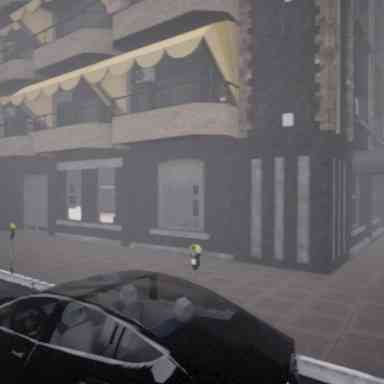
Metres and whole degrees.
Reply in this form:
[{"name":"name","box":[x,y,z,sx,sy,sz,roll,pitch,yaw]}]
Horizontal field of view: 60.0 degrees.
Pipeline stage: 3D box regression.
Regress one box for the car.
[{"name":"car","box":[-1.045,1.557,3.618,4.313,1.339,1.947,0,0,35]}]
